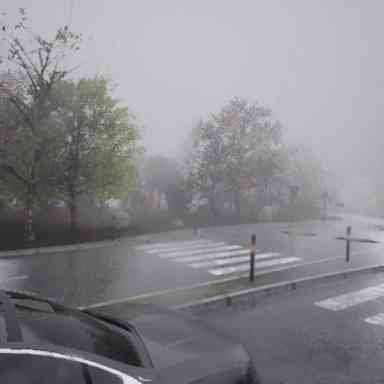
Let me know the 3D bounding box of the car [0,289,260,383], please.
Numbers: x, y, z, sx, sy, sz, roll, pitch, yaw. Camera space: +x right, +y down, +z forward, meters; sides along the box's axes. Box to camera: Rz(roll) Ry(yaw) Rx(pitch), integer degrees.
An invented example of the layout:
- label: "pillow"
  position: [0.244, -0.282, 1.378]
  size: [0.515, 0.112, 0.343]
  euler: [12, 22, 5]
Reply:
- label: "car"
  position: [-1.632, 1.505, 2.251]
  size: [4.892, 1.490, 1.837]
  euler: [0, 0, -35]
